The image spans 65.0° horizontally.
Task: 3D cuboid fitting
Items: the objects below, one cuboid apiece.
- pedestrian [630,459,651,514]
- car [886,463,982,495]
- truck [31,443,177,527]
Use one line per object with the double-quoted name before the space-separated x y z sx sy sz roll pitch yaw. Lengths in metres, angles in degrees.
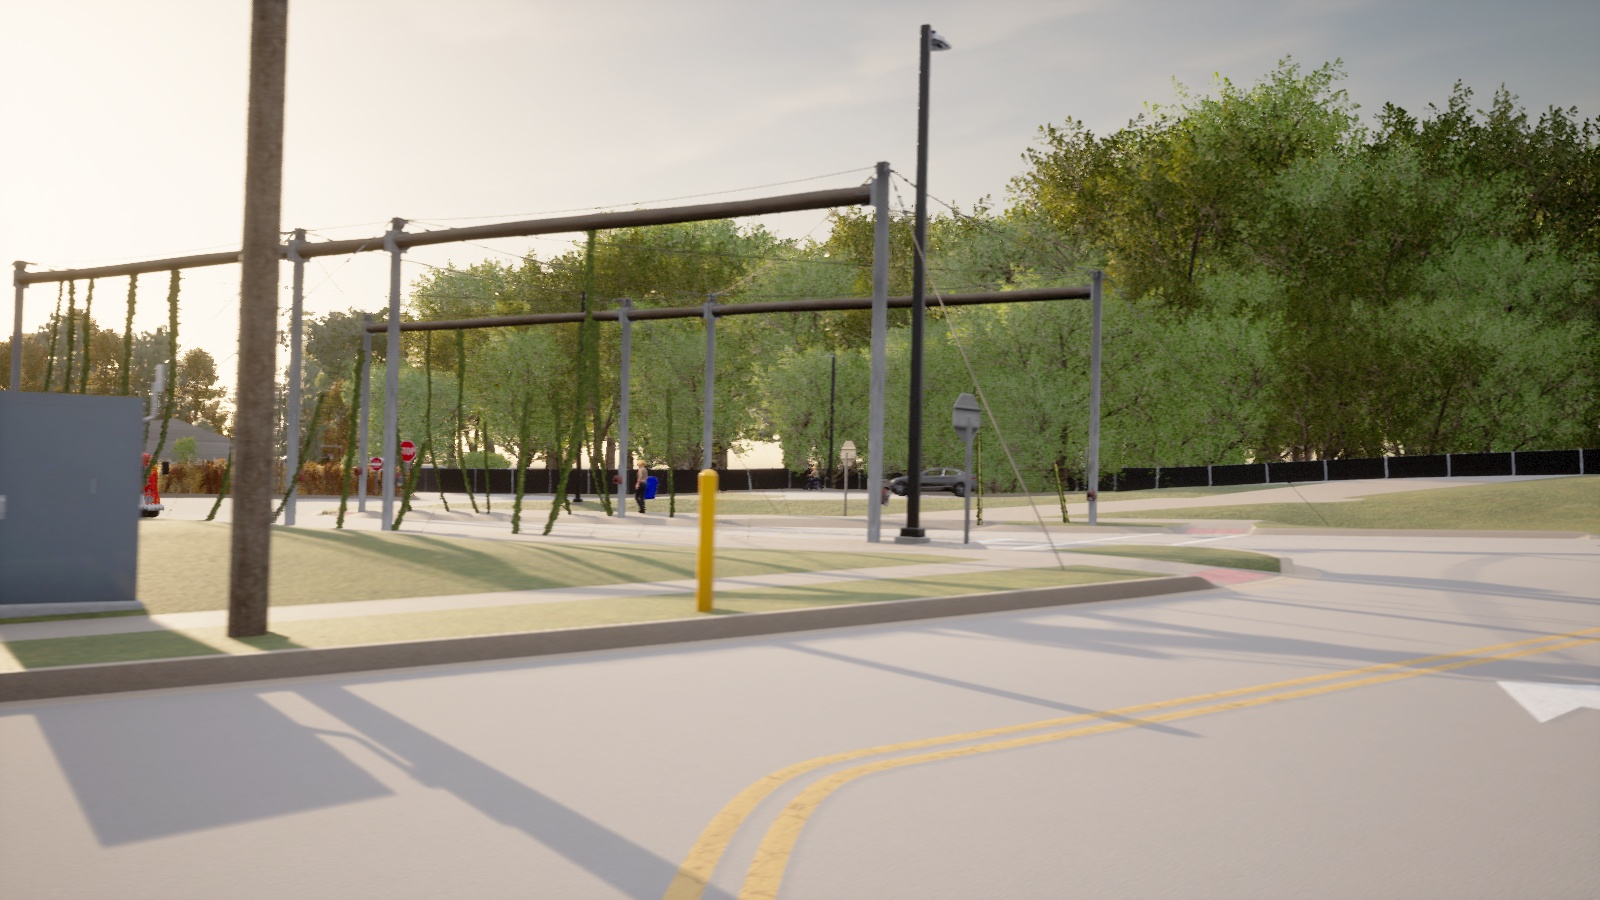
"pedestrian" -5.395 1.241 42.461 0.594 1.836 0.345 1 -1 31
"car" 7.372 1.590 68.873 5.027 1.651 2.152 1 -1 13
"truck" -21.945 1.090 39.488 5.204 2.467 2.627 -1 -2 45
